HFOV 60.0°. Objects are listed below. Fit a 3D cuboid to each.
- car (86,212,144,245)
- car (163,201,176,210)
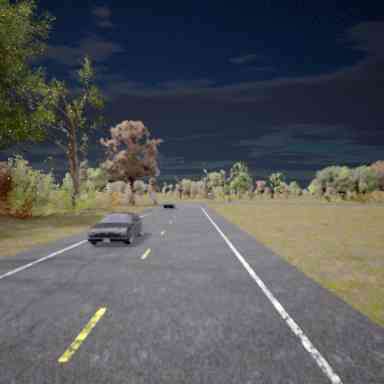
[{"bbox_3d":[-3.609,1.714,16.737,2.033,1.411,5.357,0,-1,0],"label":"car"},{"bbox_3d":[-3.555,2.107,52.694,1.895,1.301,4.718,0,-1,1],"label":"car"}]
